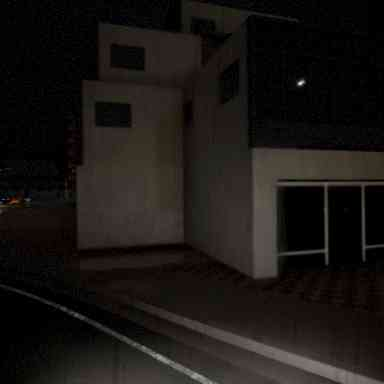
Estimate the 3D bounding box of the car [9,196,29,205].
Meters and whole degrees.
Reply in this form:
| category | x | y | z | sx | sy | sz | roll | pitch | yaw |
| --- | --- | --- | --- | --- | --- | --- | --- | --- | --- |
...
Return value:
| category | x | y | z | sx | sy | sz | roll | pitch | yaw |
| --- | --- | --- | --- | --- | --- | --- | --- | --- | --- |
| car | -34.221 | 1.792 | 65.797 | 1.882 | 1.535 | 5.008 | -1 | 0 | -18 |

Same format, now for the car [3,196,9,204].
| category | x | y | z | sx | sy | sz | roll | pitch | yaw |
| --- | --- | --- | --- | --- | --- | --- | --- | --- | --- |
| car | -40.754 | 1.745 | 74.599 | 2.097 | 1.767 | 4.553 | -1 | 0 | -18 |

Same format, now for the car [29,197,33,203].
| category | x | y | z | sx | sy | sz | roll | pitch | yaw |
| --- | --- | --- | --- | --- | --- | --- | --- | --- | --- |
| car | -37.443 | 1.776 | 75.738 | 1.895 | 1.301 | 4.718 | -1 | 0 | -18 |
